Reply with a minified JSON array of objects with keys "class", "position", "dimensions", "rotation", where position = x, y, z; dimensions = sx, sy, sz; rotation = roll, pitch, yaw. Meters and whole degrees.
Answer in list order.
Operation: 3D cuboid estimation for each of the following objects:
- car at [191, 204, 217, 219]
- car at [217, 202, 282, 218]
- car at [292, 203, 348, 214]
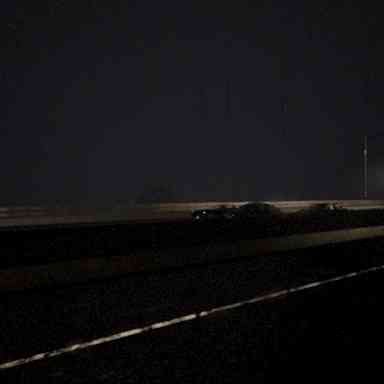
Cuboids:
[{"class":"car","position":[2.250,1.643,26.960],"dimensions":[4.718,1.301,1.895],"rotation":[0,0,-35]},{"class":"car","position":[4.467,1.548,24.236],"dimensions":[4.892,1.490,1.837],"rotation":[0,0,-35]},{"class":"car","position":[8.896,1.545,23.052],"dimensions":[4.902,1.511,2.128],"rotation":[0,0,-35]}]
